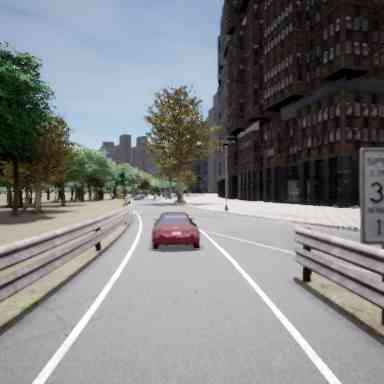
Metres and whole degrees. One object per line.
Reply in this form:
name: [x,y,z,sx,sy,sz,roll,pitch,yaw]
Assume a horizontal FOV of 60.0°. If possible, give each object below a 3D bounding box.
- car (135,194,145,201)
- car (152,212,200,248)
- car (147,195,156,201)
car: [-15.106,1.729,93.484,2.033,1.411,5.357,0,0,-5]
car: [-0.793,1.585,15.005,1.994,1.385,4.181,0,0,-5]
car: [-11.702,1.714,94.713,1.812,1.442,4.674,0,0,-5]
